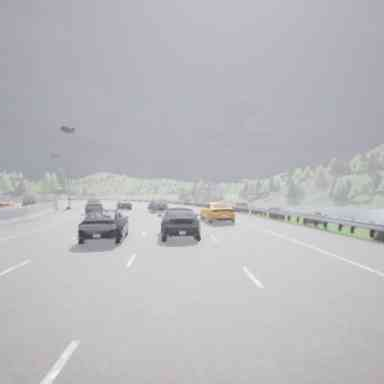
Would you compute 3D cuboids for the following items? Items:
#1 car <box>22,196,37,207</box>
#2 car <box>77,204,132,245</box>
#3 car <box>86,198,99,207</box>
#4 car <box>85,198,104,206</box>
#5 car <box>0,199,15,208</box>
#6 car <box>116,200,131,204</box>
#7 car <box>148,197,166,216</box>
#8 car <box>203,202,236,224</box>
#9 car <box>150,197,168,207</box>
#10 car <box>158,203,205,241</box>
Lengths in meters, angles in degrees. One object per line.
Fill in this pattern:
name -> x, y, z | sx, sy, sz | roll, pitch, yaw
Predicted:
car -> -29.971, 1.723, 61.504 | 2.150, 2.045, 5.566 | -1, 0, -23
car -> -4.136, 1.580, 16.030 | 2.128, 1.511, 4.902 | -1, 0, -6
car -> -18.013, 1.866, 60.338 | 1.837, 1.490, 4.892 | 0, -1, -22
car -> -11.215, 1.718, 38.141 | 2.128, 1.511, 4.902 | 0, 0, -14
car -> -32.643, 2.017, 58.840 | 1.882, 1.535, 5.008 | 0, 0, -22
car -> -9.727, 1.830, 47.285 | 1.895, 1.301, 4.718 | -1, 0, -17
car -> -4.158, 1.692, 40.064 | 2.033, 1.411, 5.357 | -1, 0, -15
car -> 1.907, 1.514, 25.616 | 1.882, 1.535, 5.008 | 0, 0, -9
car -> -5.808, 1.682, 57.449 | 1.882, 1.535, 5.008 | 0, 0, -20
car -> -0.685, 1.554, 17.169 | 1.837, 1.490, 4.892 | 0, 0, -6
